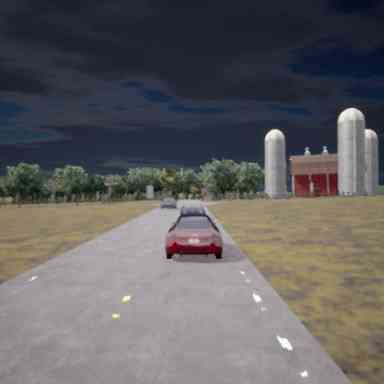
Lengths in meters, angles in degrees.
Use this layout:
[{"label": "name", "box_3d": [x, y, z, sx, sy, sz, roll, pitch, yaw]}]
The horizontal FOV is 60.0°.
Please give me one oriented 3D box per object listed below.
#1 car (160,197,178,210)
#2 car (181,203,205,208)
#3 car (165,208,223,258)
[{"label": "car", "box_3d": [-2.797, 1.384, 40.867, 1.837, 1.490, 4.892, 0, 0, 0]}, {"label": "car", "box_3d": [0.078, 1.511, 26.131, 1.895, 1.301, 4.718, 0, 0, 1]}, {"label": "car", "box_3d": [0.079, 1.531, 12.689, 1.994, 1.385, 4.181, 0, 0, 0]}]
